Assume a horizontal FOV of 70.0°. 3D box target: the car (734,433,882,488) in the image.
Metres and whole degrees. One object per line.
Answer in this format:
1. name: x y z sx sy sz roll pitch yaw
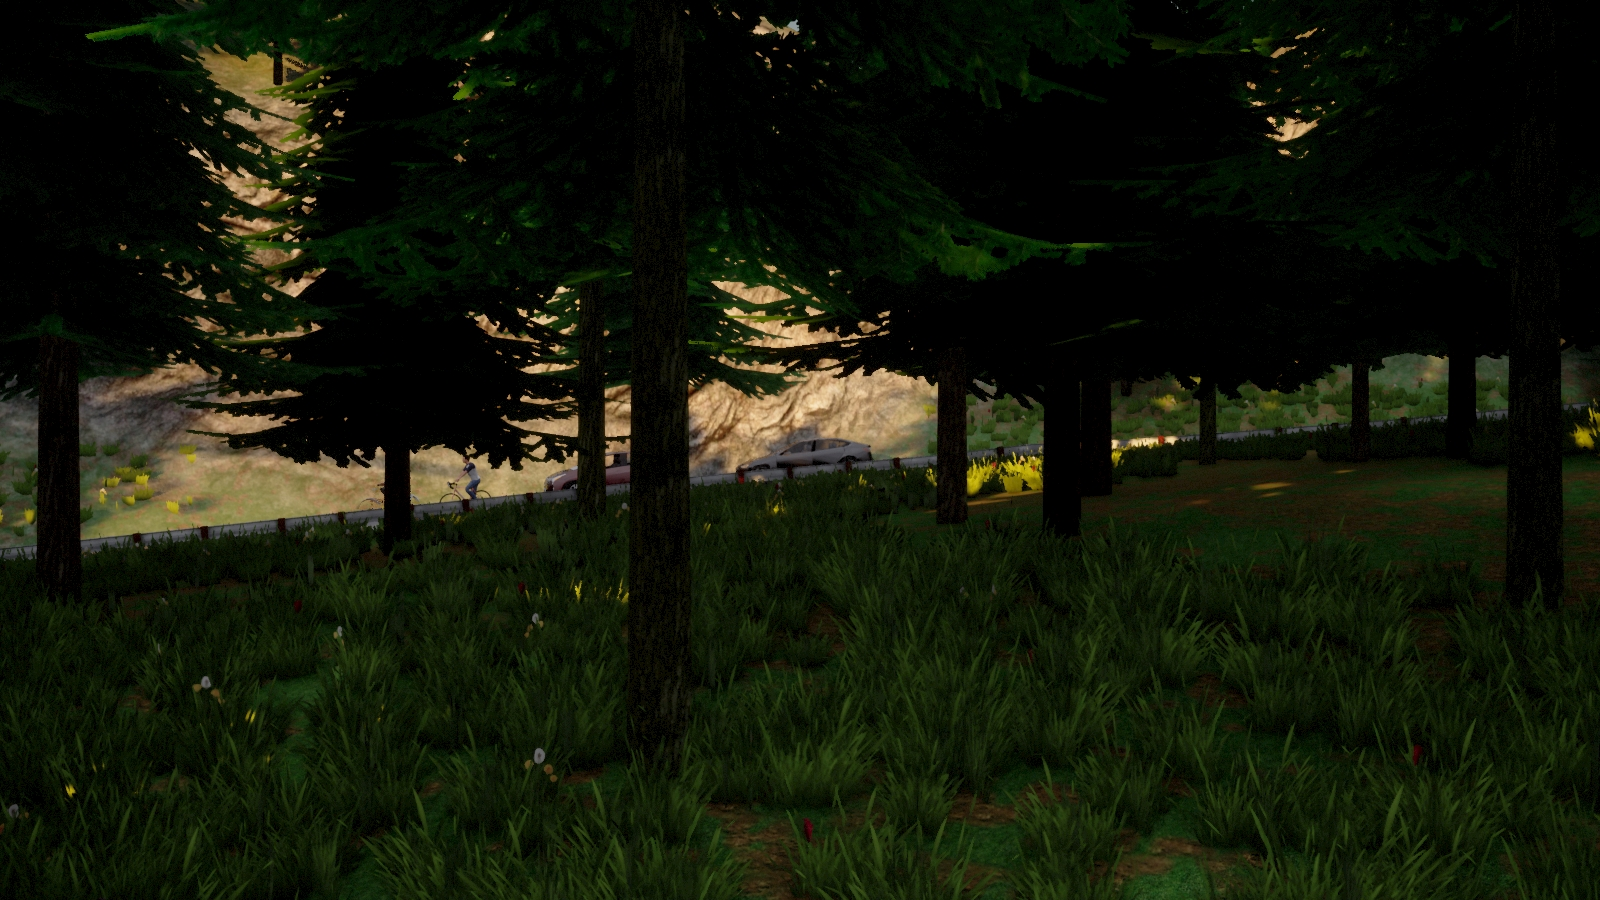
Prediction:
1. car: 0.231 0.348 39.656 4.792 1.488 2.163 -4 1 -7

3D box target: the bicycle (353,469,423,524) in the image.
1. bicycle: -12.362 1.381 34.332 1.835 1.471 0.329 -5 3 -29

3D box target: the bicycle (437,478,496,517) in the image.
1. bicycle: -10.252 1.440 35.171 1.643 1.024 0.373 -5 3 -36
